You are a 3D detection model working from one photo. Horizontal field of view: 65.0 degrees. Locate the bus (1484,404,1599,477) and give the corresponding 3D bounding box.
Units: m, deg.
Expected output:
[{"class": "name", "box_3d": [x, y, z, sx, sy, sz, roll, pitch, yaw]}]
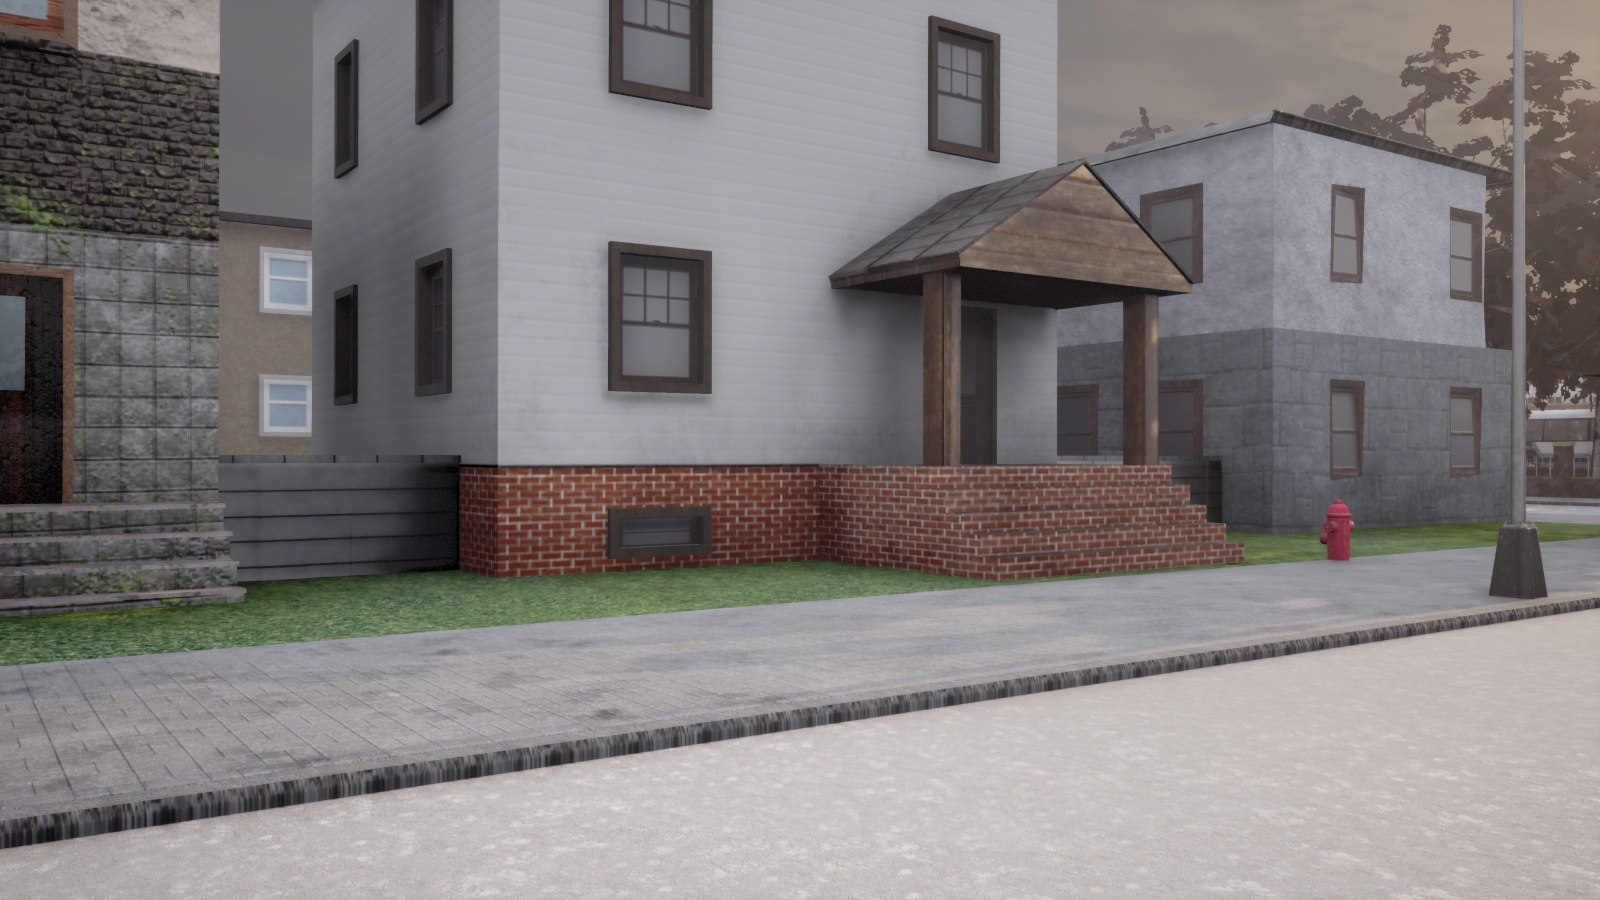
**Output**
[{"class": "bus", "box_3d": [47.707, -0.547, 76.169, 3.944, 4.253, 10.273, 0, 0, -34]}]
